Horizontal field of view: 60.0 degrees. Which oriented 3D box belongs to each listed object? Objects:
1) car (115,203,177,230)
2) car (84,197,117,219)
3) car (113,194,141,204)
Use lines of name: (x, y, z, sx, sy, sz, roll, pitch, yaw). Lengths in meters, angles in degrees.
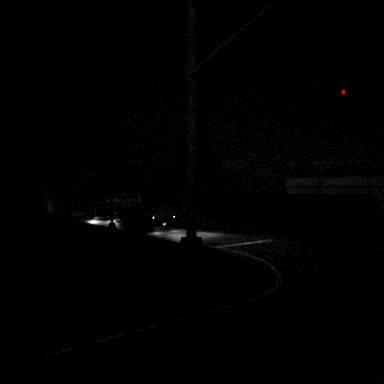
car: (-2.948, 1.600, 21.605, 1.895, 1.301, 4.718, 0, 0, -37)
car: (-8.419, 1.477, 29.850, 1.882, 1.535, 5.008, 0, 0, -26)
car: (-8.423, 1.221, 40.288, 2.150, 2.045, 5.566, 0, 0, 31)
